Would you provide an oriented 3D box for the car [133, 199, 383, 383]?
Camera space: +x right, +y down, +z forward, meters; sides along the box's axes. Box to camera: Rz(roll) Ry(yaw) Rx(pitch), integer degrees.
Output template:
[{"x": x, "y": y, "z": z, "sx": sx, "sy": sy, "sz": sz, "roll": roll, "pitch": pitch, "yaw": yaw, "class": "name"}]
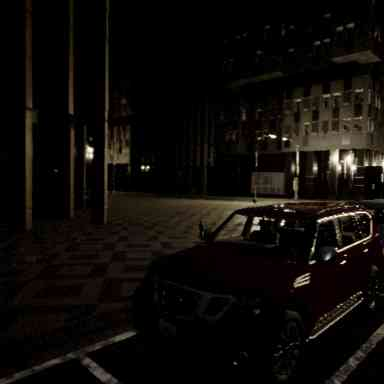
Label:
[{"x": 1.502, "y": 1.133, "z": 5.386, "sx": 2.192, "sy": 1.841, "sz": 5.009, "roll": 3, "pitch": 3, "yaw": 44, "class": "car"}]
